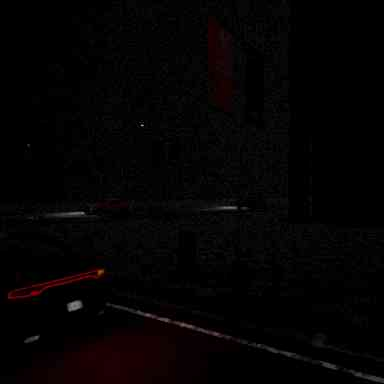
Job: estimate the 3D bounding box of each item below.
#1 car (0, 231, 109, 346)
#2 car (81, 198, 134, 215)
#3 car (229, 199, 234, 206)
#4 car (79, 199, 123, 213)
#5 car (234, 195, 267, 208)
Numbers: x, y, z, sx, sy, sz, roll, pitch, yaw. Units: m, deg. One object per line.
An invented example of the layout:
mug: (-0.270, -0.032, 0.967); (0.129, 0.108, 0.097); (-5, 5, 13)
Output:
car: (-3.724, 1.476, 6.142); (5.008, 1.535, 1.882); (0, 0, 34)
car: (-8.266, 1.420, 33.465); (5.008, 1.535, 1.882); (0, 0, -42)
car: (7.900, 1.304, 52.089); (4.553, 1.767, 2.097); (0, 0, -41)
car: (-9.902, 1.493, 36.359); (4.181, 1.385, 1.994); (0, 0, -42)
car: (9.033, 1.458, 48.763); (4.902, 1.511, 2.128); (0, 0, -41)
